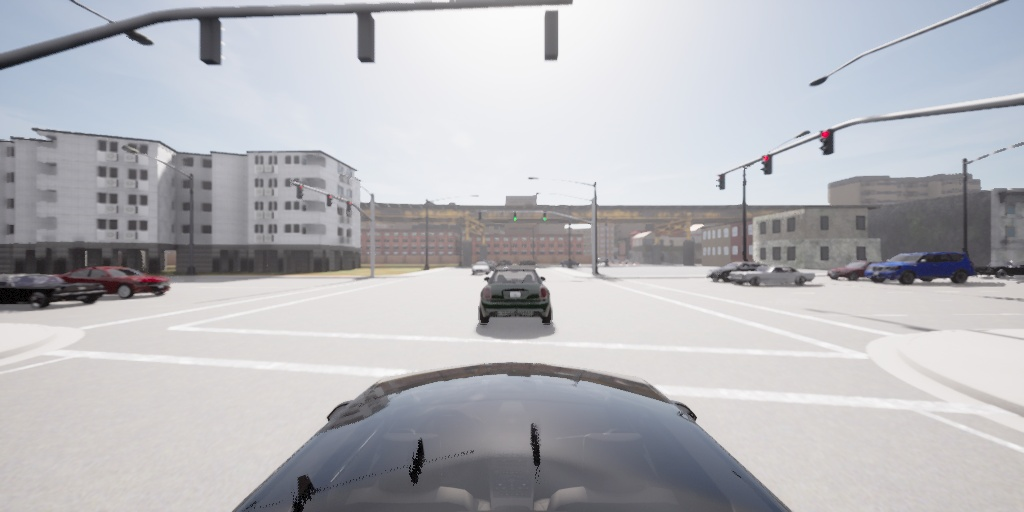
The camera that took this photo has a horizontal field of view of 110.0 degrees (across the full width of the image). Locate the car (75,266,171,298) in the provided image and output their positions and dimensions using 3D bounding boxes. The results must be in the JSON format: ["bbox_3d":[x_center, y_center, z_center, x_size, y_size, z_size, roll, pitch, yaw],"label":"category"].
[{"bbox_3d":[-20.307,1.294,18.226,5.008,1.535,1.882,0,0,0],"label":"car"}]

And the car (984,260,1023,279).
[{"bbox_3d":[37.493,1.000,27.168,4.718,1.301,1.895,-1,0,1],"label":"car"}]

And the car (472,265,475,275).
[{"bbox_3d":[-3.593,1.438,41.790,1.812,1.442,4.674,0,0,0],"label":"car"}]

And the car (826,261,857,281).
[{"bbox_3d":[26.835,1.113,27.382,4.674,1.442,1.812,-1,0,1],"label":"car"}]

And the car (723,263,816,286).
[{"bbox_3d":[17.293,1.309,24.080,4.718,1.301,1.895,-1,0,0],"label":"car"}]

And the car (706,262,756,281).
[{"bbox_3d":[17.570,1.214,27.573,4.902,1.511,2.128,-1,0,1],"label":"car"}]

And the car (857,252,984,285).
[{"bbox_3d":[27.038,0.790,23.881,5.566,2.045,2.150,-1,0,1],"label":"car"}]

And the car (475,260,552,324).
[{"bbox_3d":[0.095,1.112,12.178,2.097,1.767,4.553,0,0,0],"label":"car"}]

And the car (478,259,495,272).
[{"bbox_3d":[-3.570,1.303,51.508,2.097,1.767,4.553,0,0,0],"label":"car"}]

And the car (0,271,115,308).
[{"bbox_3d":[-19.851,1.403,14.757,4.718,1.301,1.895,0,0,1],"label":"car"}]
